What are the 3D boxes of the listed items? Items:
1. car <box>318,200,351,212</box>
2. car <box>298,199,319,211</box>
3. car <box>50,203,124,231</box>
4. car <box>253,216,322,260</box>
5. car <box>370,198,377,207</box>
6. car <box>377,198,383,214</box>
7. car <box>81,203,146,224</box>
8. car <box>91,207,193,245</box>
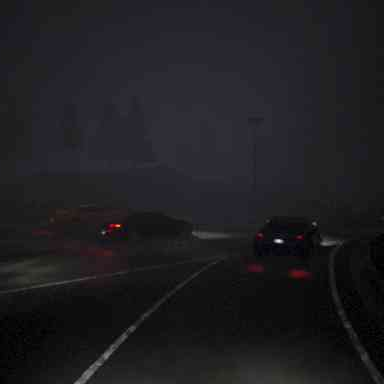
[{"bbox_3d":[18.085,1.766,41.493,4.181,1.385,1.994,0,0,-39],"label":"car"},{"bbox_3d":[16.214,1.700,44.485,4.902,1.511,2.128,0,0,-39],"label":"car"},{"bbox_3d":[-6.443,1.545,21.441,5.008,1.535,1.882,0,0,-39],"label":"car"},{"bbox_3d":[3.789,1.623,12.909,1.994,1.385,4.181,0,0,26],"label":"car"},{"bbox_3d":[33.089,1.808,58.398,4.892,1.490,1.837,0,0,-39],"label":"car"},{"bbox_3d":[22.708,1.415,36.232,5.566,2.045,2.150,0,0,-39],"label":"car"},{"bbox_3d":[-6.129,1.612,26.221,4.674,1.442,1.812,0,0,-39],"label":"car"},{"bbox_3d":[-2.090,1.582,15.959,4.674,1.442,1.812,0,0,-39],"label":"car"}]
